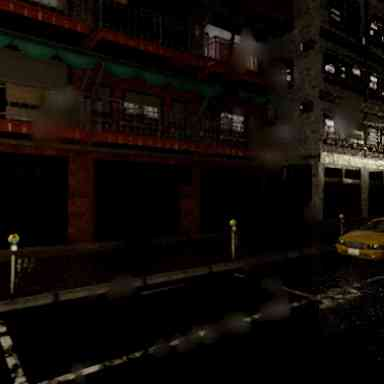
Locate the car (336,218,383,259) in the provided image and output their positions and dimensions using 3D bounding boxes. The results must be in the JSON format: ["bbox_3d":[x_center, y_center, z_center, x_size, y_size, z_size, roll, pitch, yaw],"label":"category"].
[{"bbox_3d":[6.816,1.455,11.376,4.829,1.417,1.752,0,1,-35],"label":"car"}]
